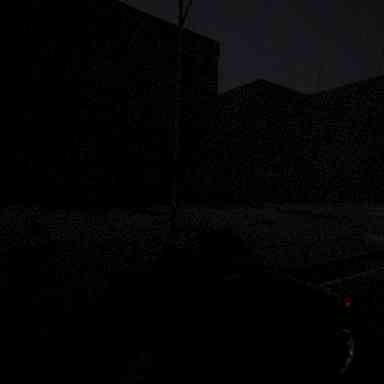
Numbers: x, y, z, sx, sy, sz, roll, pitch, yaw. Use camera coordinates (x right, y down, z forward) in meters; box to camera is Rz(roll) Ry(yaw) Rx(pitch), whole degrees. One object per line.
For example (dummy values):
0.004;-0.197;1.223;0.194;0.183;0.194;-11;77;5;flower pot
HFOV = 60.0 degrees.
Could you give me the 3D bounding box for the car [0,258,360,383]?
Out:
0.115;1.568;3.913;4.181;1.385;1.994;0;0;-36;car
